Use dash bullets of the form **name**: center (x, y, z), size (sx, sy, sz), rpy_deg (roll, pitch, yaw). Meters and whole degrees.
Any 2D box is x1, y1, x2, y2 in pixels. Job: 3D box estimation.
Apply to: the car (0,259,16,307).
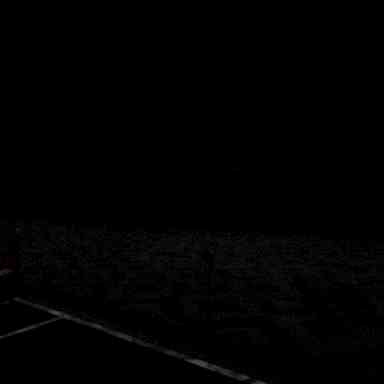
- **car**: center (-5.389, 1.622, 6.807), size (4.507, 1.381, 1.887), rpy_deg (-1, 0, 36)
